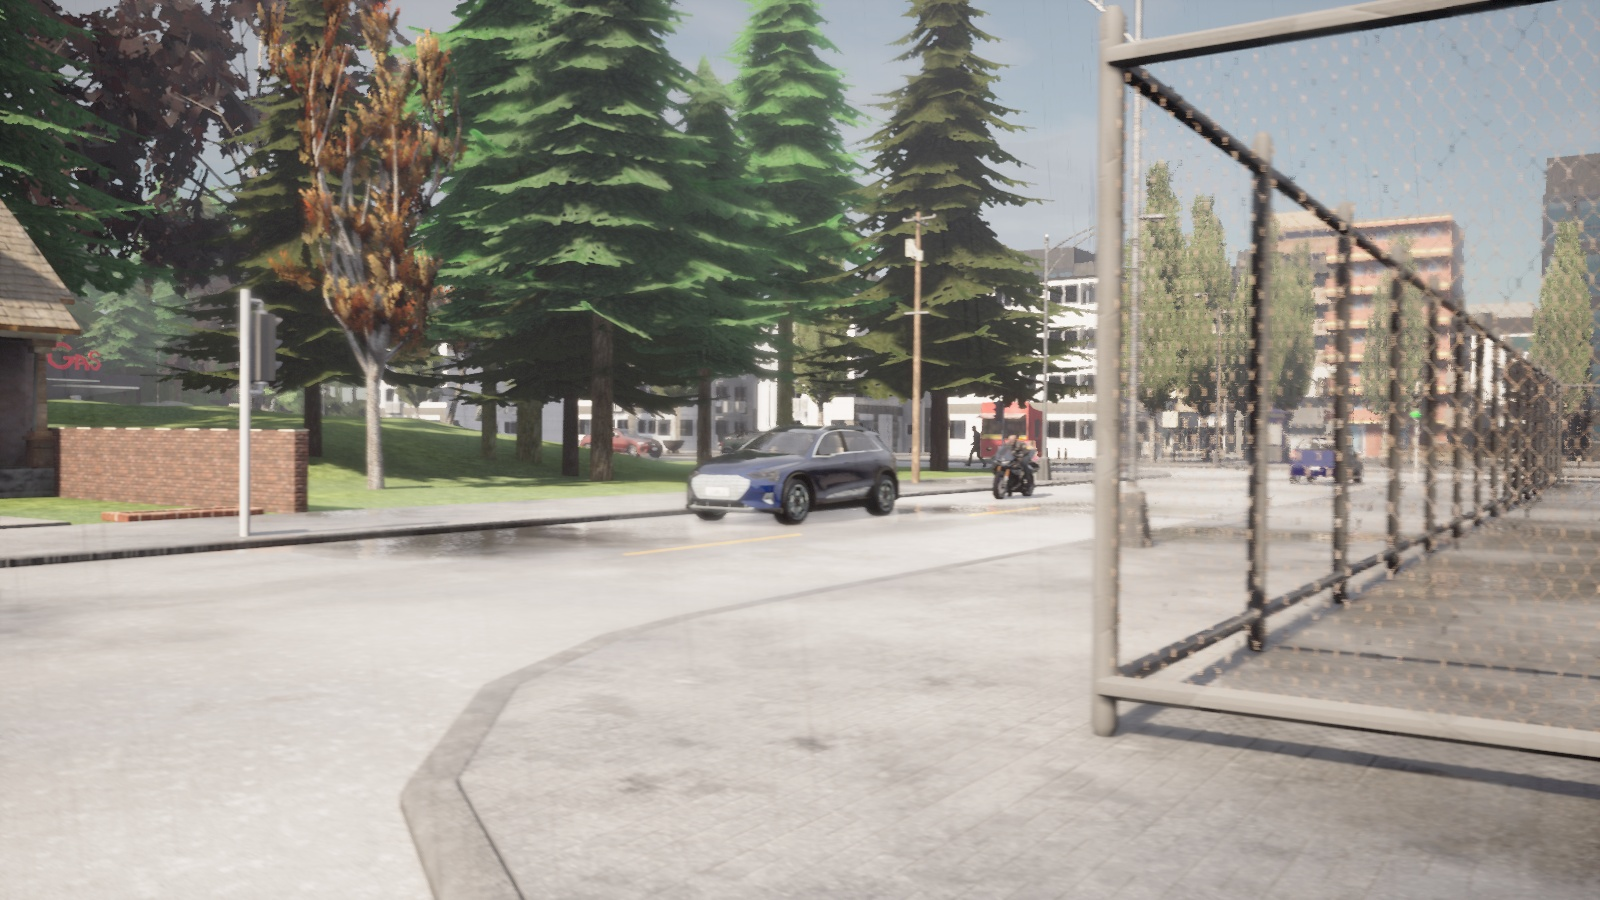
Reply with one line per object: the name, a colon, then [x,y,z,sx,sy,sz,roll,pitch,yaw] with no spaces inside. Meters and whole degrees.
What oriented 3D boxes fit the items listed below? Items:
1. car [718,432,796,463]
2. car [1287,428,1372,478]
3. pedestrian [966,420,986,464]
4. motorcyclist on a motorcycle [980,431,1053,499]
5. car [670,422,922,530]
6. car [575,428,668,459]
car: [-2.234,-0.156,65.109,3.705,1.549,1.789,0,1,34]
car: [16.742,0.056,39.628,1.845,1.501,3.633,0,1,34]
pedestrian: [7.356,-0.340,52.506,0.726,1.835,0.370,0,1,34]
motorcyclist on a motorcycle: [5.067,0.323,29.263,0.866,1.530,2.191,0,1,34]
car: [0.084,0.365,21.762,2.033,1.649,4.856,0,1,33]
car: [-10.008,-0.356,70.267,5.027,1.651,2.152,0,1,34]
